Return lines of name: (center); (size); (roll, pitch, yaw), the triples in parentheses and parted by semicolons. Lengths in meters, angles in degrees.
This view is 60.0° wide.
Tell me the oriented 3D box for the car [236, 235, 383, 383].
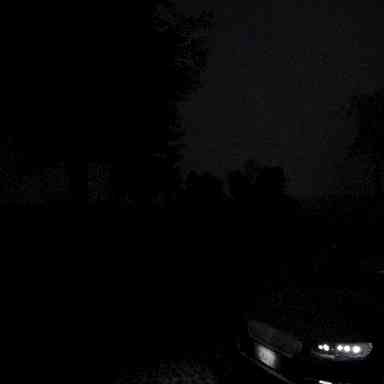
car: (2.829, 1.470, 4.921); (4.902, 1.511, 2.128); (0, 1, -34)
